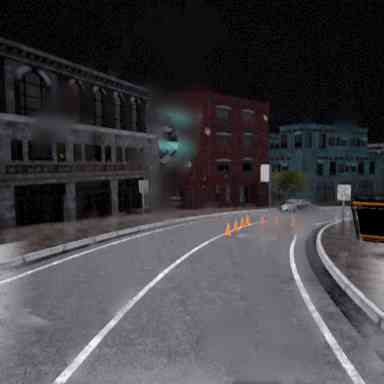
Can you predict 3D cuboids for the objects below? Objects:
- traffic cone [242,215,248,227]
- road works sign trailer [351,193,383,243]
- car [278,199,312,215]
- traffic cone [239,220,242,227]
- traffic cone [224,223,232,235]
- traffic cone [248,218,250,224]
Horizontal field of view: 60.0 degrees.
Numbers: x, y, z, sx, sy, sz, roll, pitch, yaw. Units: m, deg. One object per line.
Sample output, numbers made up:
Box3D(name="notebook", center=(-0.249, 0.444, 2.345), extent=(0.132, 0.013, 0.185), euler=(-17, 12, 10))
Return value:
Box3D(name="traffic cone", center=(3.145, 1.882, 20.778), extent=(0.340, 0.580, 0.340), euler=(2, 1, 19))
Box3D(name="road works sign trailer", center=(7.116, 1.145, 10.558), extent=(3.560, 2.380, 2.880), euler=(2, 45, 37))
Box3D(name="car", center=(10.801, 1.454, 34.595), extent=(2.128, 1.511, 4.902), euler=(4, 2, 44))
Box3D(name="traffic cone", center=(2.494, 1.886, 18.887), extent=(0.340, 0.580, 0.340), euler=(2, 1, 19))
Box3D(name="traffic cone", center=(1.844, 1.889, 16.997), extent=(0.340, 0.580, 0.340), euler=(2, 1, 19))
Box3D(name="traffic cone", center=(3.794, 1.876, 22.670), extent=(0.340, 0.580, 0.340), euler=(2, 1, 19))
